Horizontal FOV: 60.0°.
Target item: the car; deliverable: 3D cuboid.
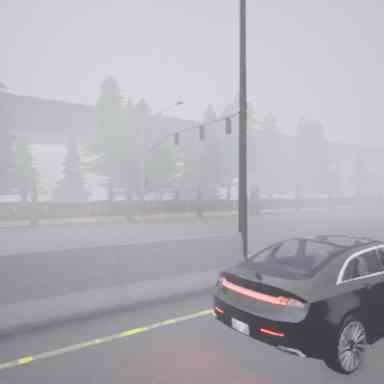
[{"bbox_3d":[2.591,1.491,5.618,4.902,1.511,2.128,0,0,-35],"label":"car"}]
